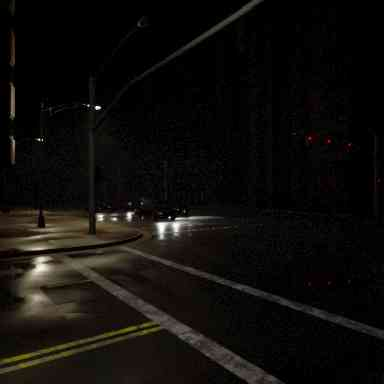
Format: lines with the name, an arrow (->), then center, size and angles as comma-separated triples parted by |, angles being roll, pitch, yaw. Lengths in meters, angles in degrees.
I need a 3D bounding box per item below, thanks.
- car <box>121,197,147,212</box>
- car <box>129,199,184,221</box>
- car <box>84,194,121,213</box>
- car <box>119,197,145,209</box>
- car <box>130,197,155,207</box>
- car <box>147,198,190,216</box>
car -> -7.532, 1.353, 39.454 | 2.097, 1.767, 4.553 | 0, 0, -37
car -> -3.061, 1.547, 27.453 | 2.033, 1.411, 5.357 | 0, 0, -31
car -> -10.357, 1.219, 37.385 | 2.150, 2.045, 5.566 | 0, 0, -36
car -> -8.551, 1.526, 47.062 | 1.812, 1.442, 4.674 | 0, 0, -36
car -> -7.852, 1.526, 52.055 | 1.812, 1.442, 4.674 | 0, 0, -37
car -> -2.126, 1.505, 32.024 | 1.837, 1.490, 4.892 | 0, 0, -36
